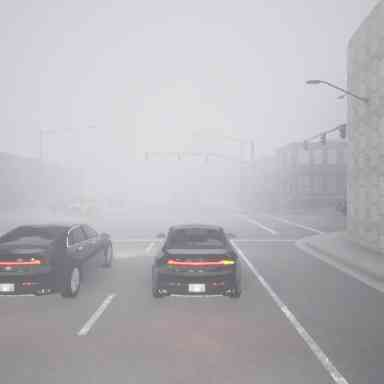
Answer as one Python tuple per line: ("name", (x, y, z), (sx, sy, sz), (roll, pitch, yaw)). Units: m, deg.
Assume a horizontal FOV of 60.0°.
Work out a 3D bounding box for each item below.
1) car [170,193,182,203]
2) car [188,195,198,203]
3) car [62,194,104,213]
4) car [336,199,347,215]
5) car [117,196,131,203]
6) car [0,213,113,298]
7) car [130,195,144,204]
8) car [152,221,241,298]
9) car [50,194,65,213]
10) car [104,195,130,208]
("car", (-3.288, 1.221, 68.287), (2.150, 2.045, 5.566), (0, 0, 0))
("car", (0.212, 1.352, 68.220), (2.097, 1.767, 4.553), (0, 0, 0))
("car", (-10.501, 1.350, 32.449), (2.097, 1.767, 4.553), (0, 0, 0))
("car", (14.906, 0.764, 27.550), (5.566, 2.045, 2.150), (-5, 0, 0))
("car", (-13.789, 1.494, 67.982), (1.837, 1.490, 4.892), (0, 0, 0))
("car", (-3.395, 1.505, 8.525), (1.837, 1.490, 4.892), (0, 0, 0))
("car", (-10.361, 1.351, 62.122), (2.097, 1.767, 4.553), (0, 0, 1))
("car", (0.105, 1.505, 8.509), (1.837, 1.490, 4.892), (0, 0, 0))
("car", (-13.986, 1.221, 37.696), (2.150, 2.045, 5.566), (0, 0, 0))
("car", (-10.454, 1.564, 46.544), (1.994, 1.385, 4.181), (0, 0, 0))
